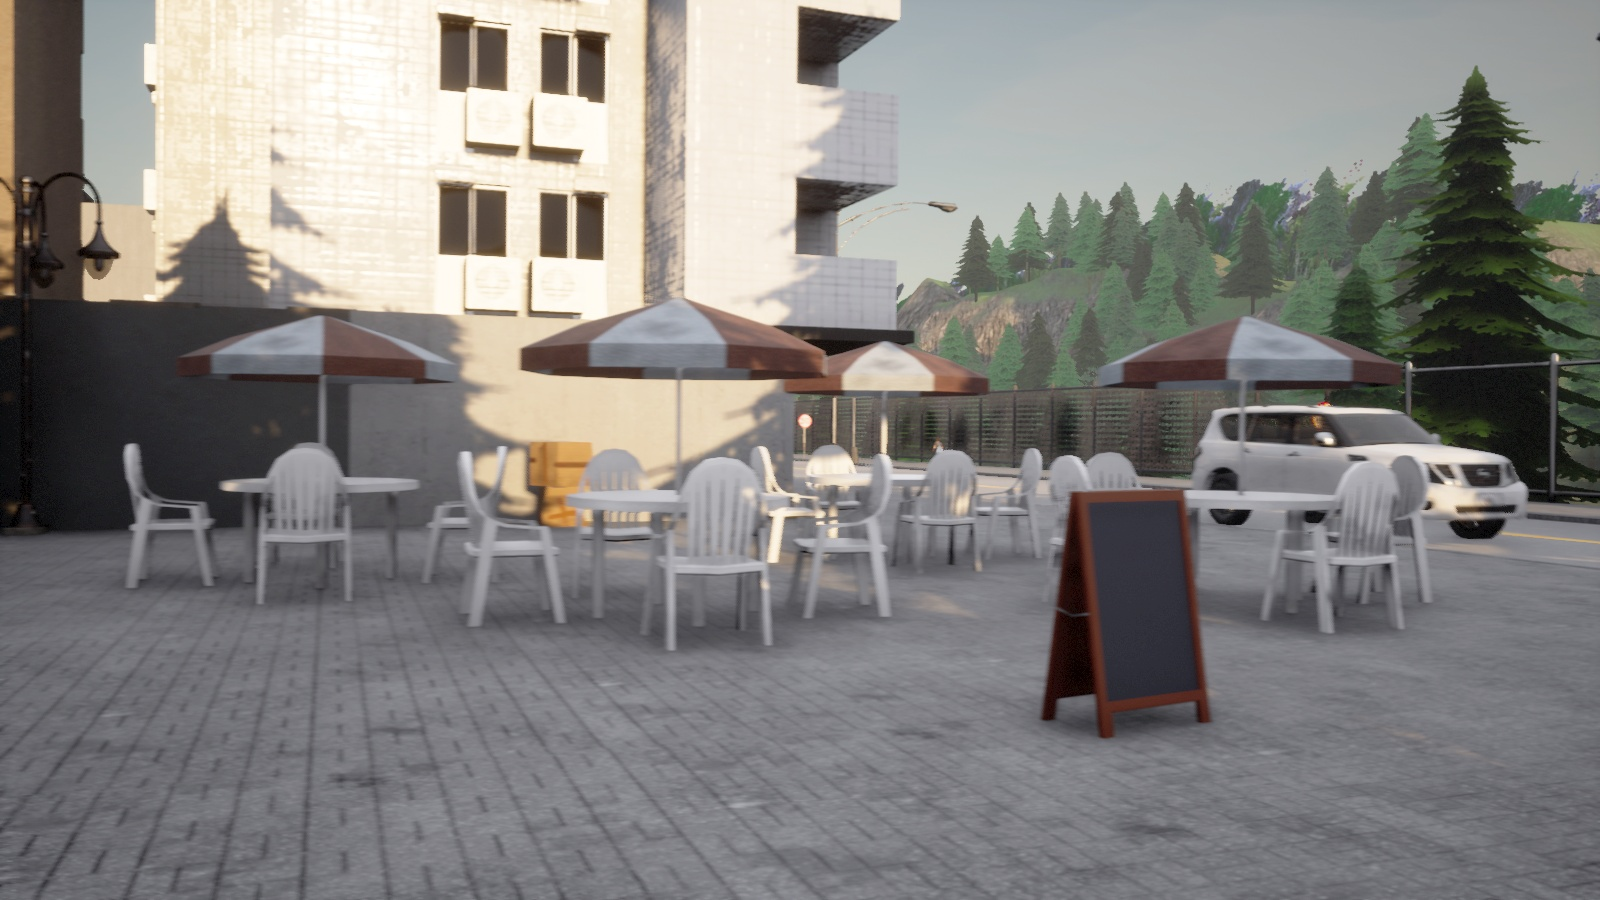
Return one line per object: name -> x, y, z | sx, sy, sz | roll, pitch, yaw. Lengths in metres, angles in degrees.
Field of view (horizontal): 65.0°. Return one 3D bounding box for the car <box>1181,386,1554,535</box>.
car -> 8.784, 0.095, 20.161 | 2.150, 2.045, 5.566 | -1, 1, -21
